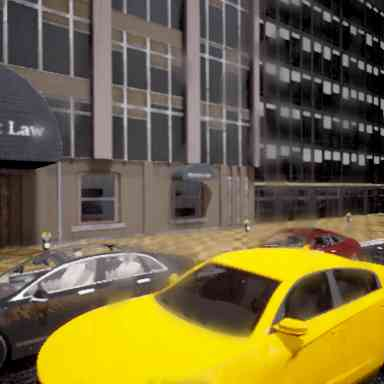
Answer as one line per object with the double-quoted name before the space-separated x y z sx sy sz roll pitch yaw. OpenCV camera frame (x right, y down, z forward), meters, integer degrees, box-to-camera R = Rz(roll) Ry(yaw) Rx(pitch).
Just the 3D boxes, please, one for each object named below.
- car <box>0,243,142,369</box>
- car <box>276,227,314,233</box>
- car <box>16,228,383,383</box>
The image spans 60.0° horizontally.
"car" -1.864 1.553 5.240 4.403 1.369 2.008 0 -1 -35
"car" 2.766 1.595 8.536 4.206 1.307 1.802 0 -1 -35
"car" 0.862 1.483 3.990 5.008 1.535 1.882 0 0 -35
